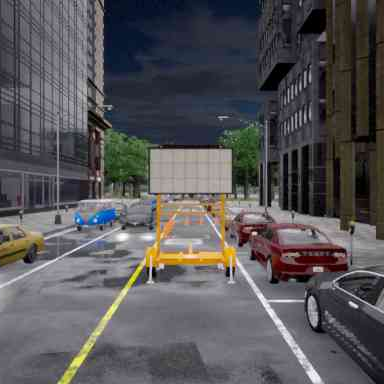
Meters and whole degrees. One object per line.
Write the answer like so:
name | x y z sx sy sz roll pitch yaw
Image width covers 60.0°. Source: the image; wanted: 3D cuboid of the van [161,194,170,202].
van | -6.008 1.369 74.672 1.690 1.788 3.998 0 0 0

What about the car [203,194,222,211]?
car | 2.643 1.321 36.637 2.192 1.841 5.009 0 0 0

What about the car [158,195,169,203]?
car | -5.990 1.464 69.234 1.967 1.590 4.097 0 0 0

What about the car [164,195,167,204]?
car | -5.954 1.583 58.359 1.947 1.339 4.313 0 0 0

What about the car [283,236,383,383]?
car | 2.750 1.551 4.011 2.008 1.369 4.403 0 0 0

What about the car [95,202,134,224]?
car | -5.846 1.554 25.734 2.008 1.369 4.403 0 0 0

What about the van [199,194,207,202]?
van | 2.518 1.369 74.700 1.690 1.788 3.998 0 0 0

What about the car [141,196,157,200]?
car | -5.900 1.574 42.046 1.947 1.339 4.313 0 0 0

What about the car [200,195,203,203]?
car | 2.589 1.558 52.949 1.887 1.381 4.507 0 0 0

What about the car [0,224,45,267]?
car | -5.792 1.526 9.251 1.752 1.417 4.829 0 0 0

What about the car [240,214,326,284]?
car | 2.732 1.545 9.449 1.887 1.381 4.507 0 0 0

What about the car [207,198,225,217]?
car | 2.660 1.530 31.369 1.752 1.417 4.829 0 0 0

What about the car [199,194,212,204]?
car | 2.553 1.335 63.825 2.192 1.841 5.009 0 0 0

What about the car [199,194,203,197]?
car | 2.571 1.457 58.387 1.967 1.590 4.097 0 0 0

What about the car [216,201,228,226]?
car | 2.696 1.527 20.494 1.752 1.417 4.829 0 0 0

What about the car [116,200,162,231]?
car | -3.167 1.507 20.852 1.837 1.490 4.892 0 0 0

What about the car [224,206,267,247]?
car | 2.715 1.546 14.887 1.887 1.381 4.507 0 0 0

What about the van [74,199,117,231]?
van | -5.829 1.343 20.296 1.690 1.788 3.998 0 0 0

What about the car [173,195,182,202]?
car | -3.247 1.507 75.701 1.882 1.535 5.008 0 0 0

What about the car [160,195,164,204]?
car | -5.935 1.539 52.752 1.752 1.417 4.829 0 0 0

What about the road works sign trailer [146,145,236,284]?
road works sign trailer | -0.030 0.465 9.582 2.380 3.560 2.880 0 0 0

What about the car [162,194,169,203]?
car | -5.971 1.546 63.627 1.752 1.417 4.829 0 0 0

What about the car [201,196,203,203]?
car | 2.607 1.536 47.682 1.752 1.417 4.829 0 0 0

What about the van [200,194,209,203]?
van | 2.535 1.365 69.262 1.690 1.788 3.998 0 0 0
